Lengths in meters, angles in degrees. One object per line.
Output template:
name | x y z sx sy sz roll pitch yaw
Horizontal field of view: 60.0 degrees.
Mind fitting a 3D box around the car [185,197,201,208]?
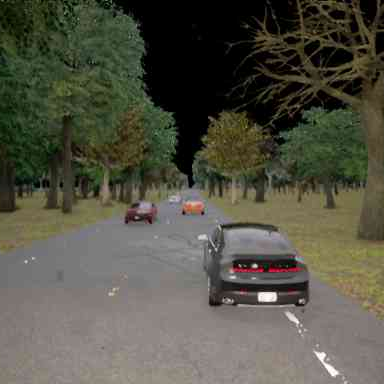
car | 0.127 1.442 46.964 2.128 1.511 4.902 0 0 1

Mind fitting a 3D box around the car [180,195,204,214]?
car | 0.131 1.278 33.729 2.097 1.767 4.553 0 0 0

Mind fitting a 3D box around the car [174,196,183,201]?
car | -3.339 1.573 82.767 1.895 1.301 4.718 0 0 0

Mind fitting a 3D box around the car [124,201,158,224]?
car | -3.553 1.396 23.943 1.882 1.535 5.008 0 0 0

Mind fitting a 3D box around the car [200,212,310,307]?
car | 1.240 1.464 7.879 1.837 1.490 4.892 0 0 0

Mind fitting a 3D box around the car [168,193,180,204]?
car | -3.395 1.193 65.555 2.150 2.045 5.566 0 0 1
